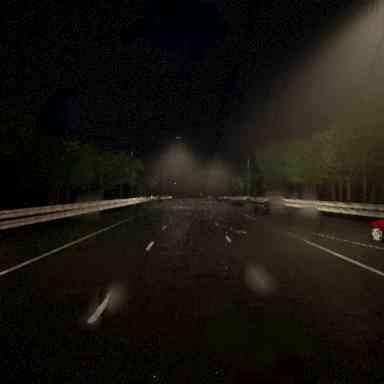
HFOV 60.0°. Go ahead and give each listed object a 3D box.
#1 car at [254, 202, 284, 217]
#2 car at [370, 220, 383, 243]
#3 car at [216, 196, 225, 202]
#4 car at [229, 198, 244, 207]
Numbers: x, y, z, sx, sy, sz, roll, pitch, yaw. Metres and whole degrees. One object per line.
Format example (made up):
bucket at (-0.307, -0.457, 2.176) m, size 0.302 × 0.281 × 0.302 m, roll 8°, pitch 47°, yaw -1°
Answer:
car at (7.158, 1.584, 31.441) m, size 1.994 × 1.385 × 4.181 m, roll 0°, pitch 0°, yaw -2°
car at (9.484, 1.504, 13.386) m, size 1.882 × 1.535 × 5.008 m, roll 0°, pitch 0°, yaw -12°
car at (7.059, 1.729, 82.777) m, size 1.994 × 1.385 × 4.181 m, roll 0°, pitch -1°, yaw 0°
car at (6.967, 1.575, 52.408) m, size 2.033 × 1.411 × 5.357 m, roll 0°, pitch 0°, yaw 0°
